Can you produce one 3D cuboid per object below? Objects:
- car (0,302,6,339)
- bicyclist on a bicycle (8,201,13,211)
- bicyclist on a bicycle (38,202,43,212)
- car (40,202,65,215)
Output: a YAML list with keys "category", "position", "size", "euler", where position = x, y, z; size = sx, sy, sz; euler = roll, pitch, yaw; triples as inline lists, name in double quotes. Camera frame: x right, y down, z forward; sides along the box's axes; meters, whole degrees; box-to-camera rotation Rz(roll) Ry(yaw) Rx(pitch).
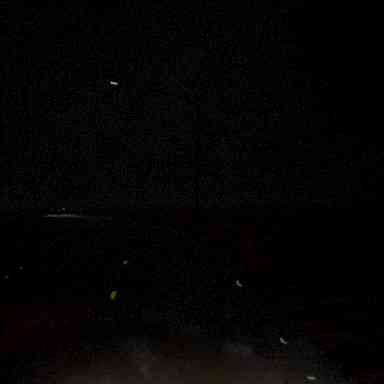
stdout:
- category: "car"
  position: [-3.228, 1.609, 1.964]
  size: [1.895, 1.301, 4.718]
  euler: [0, 0, -2]
- category: "bicyclist on a bicycle"
  position: [-32.156, 2.397, 58.653]
  size: [1.843, 1.776, 0.659]
  euler: [0, -3, 30]
- category: "bicyclist on a bicycle"
  position: [-24.192, 2.353, 53.246]
  size: [1.656, 1.620, 0.582]
  euler: [-2, -3, 38]
- category: "car"
  position: [-17.049, 1.980, 40.568]
  size: [1.837, 1.490, 4.892]
  euler: [3, -3, -40]
